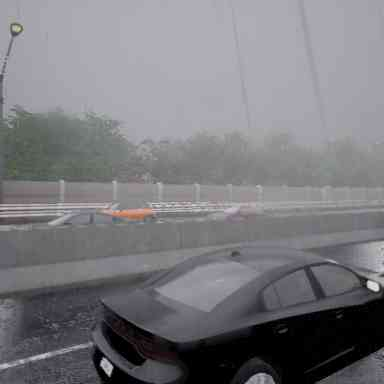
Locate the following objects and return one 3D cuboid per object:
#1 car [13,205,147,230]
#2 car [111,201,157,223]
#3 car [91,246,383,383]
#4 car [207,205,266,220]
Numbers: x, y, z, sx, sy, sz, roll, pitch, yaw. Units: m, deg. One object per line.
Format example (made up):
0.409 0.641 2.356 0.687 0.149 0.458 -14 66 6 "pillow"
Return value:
-4.610 1.507 13.580 5.008 1.535 1.882 0 0 -35 "car"
-4.703 1.420 22.065 4.553 1.767 2.097 1 0 -35 "car"
1.211 1.505 4.584 5.008 1.535 1.882 1 0 -35 "car"
3.199 1.659 23.307 4.674 1.442 1.812 1 0 -35 "car"
